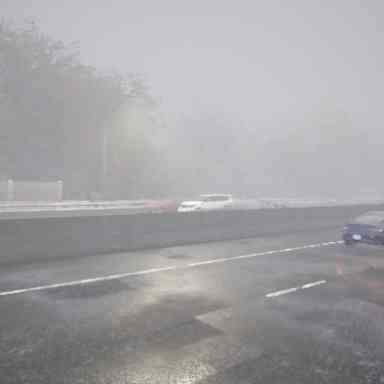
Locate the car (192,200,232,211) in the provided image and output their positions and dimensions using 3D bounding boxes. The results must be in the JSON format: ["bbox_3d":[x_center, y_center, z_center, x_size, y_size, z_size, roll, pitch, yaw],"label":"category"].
[{"bbox_3d":[2.683,1.616,27.392,4.718,1.301,1.895,0,0,-35],"label":"car"}]

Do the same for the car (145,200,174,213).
[{"bbox_3d":[-2.183,1.491,32.513,5.008,1.535,1.882,0,0,-35],"label":"car"}]

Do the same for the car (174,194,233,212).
[{"bbox_3d":[1.484,1.237,30.832,5.566,2.045,2.150,0,0,-35],"label":"car"}]

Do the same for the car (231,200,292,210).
[{"bbox_3d":[5.728,1.508,25.262,4.902,1.511,2.128,0,0,-35],"label":"car"}]

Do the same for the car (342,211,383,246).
[{"bbox_3d":[8.141,1.539,13.978,4.674,1.442,1.812,0,0,-35],"label":"car"}]
